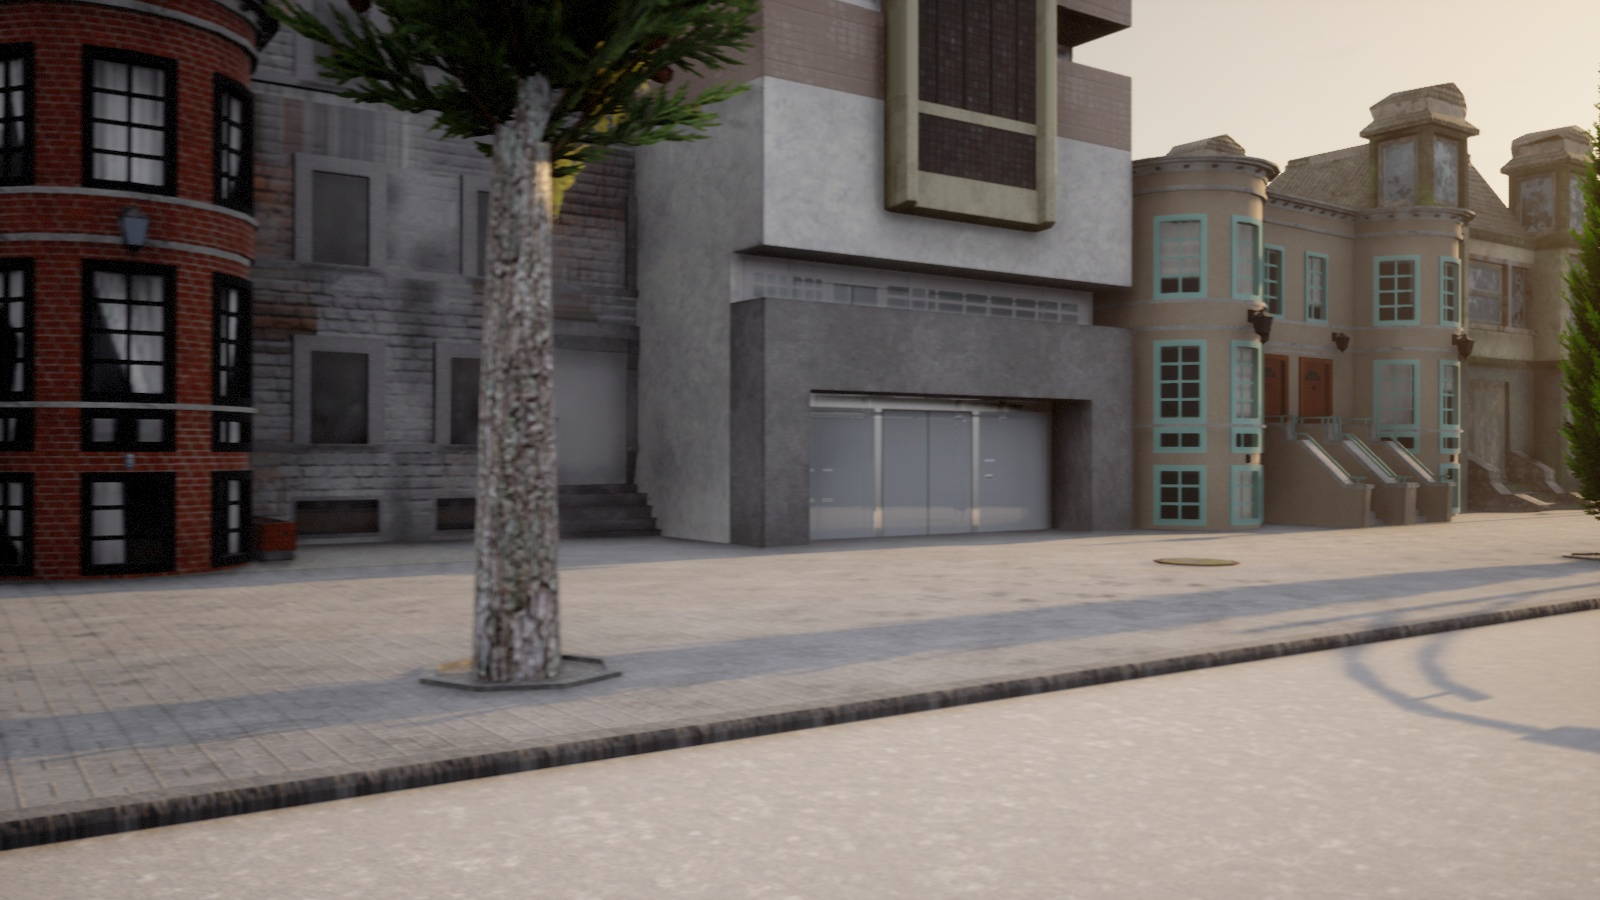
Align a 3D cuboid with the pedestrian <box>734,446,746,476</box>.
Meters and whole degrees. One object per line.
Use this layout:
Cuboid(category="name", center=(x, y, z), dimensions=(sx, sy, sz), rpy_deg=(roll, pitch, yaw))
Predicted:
Cuboid(category="pedestrian", center=(-3.547, 0.640, 74.304), dimensions=(0.328, 1.805, 0.869), rpy_deg=(0, 0, -36))
